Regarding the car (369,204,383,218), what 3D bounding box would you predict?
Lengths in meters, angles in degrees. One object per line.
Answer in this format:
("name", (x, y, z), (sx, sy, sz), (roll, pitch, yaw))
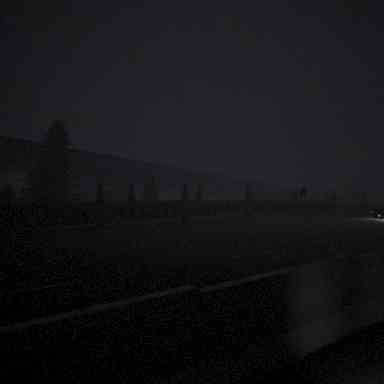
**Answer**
("car", (18.042, 1.705, 29.762), (5.357, 1.411, 2.033), (3, -2, -35))
